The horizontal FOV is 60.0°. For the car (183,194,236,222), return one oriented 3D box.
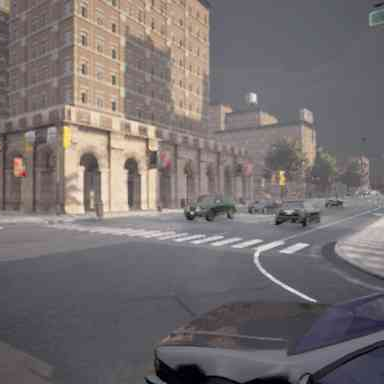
[{"bbox_3d":[1.592,1.227,27.150,2.150,2.045,5.566,0,0,35],"label":"car"}]

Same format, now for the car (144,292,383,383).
[{"bbox_3d":[2.152,1.548,2.488,5.357,1.411,2.033,0,0,35],"label":"car"}]

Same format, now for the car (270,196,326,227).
[{"bbox_3d":[7.426,1.355,22.949,2.097,1.767,4.553,0,0,35],"label":"car"}]

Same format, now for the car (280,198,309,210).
[{"bbox_3d":[13.677,1.554,44.163,2.033,1.411,5.357,0,0,36],"label":"car"}]

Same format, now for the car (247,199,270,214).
[{"bbox_3d":[7.614,1.511,35.630,1.837,1.490,4.892,0,0,35],"label":"car"}]

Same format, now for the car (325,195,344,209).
[{"bbox_3d":[20.022,1.510,46.797,1.837,1.490,4.892,0,0,35],"label":"car"}]
